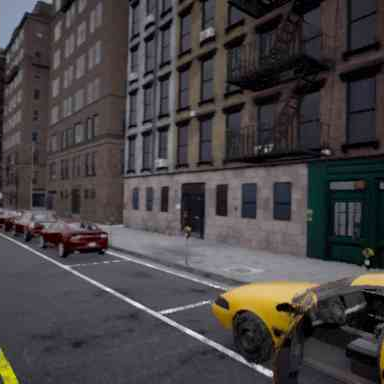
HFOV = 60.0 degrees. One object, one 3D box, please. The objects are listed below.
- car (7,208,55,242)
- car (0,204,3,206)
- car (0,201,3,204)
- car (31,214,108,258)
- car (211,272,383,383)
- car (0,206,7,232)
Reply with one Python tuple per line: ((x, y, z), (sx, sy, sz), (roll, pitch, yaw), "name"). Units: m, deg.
((-8.670, 1.777, 18.594), (1.967, 1.590, 4.097), (3, -2, -39), "car")
((-15.776, 1.969, 27.461), (2.008, 1.369, 4.403), (3, -2, -39), "car")
((-19.322, 1.775, 31.903), (2.192, 1.841, 5.009), (3, -2, -39), "car")
((-5.121, 1.840, 14.155), (1.887, 1.381, 4.507), (3, -2, -39), "car")
((2.480, 1.645, 4.011), (1.801, 1.575, 5.366), (3, -2, -39), "car")
((-12.224, 1.923, 23.026), (1.887, 1.381, 4.507), (3, -2, -39), "car")
